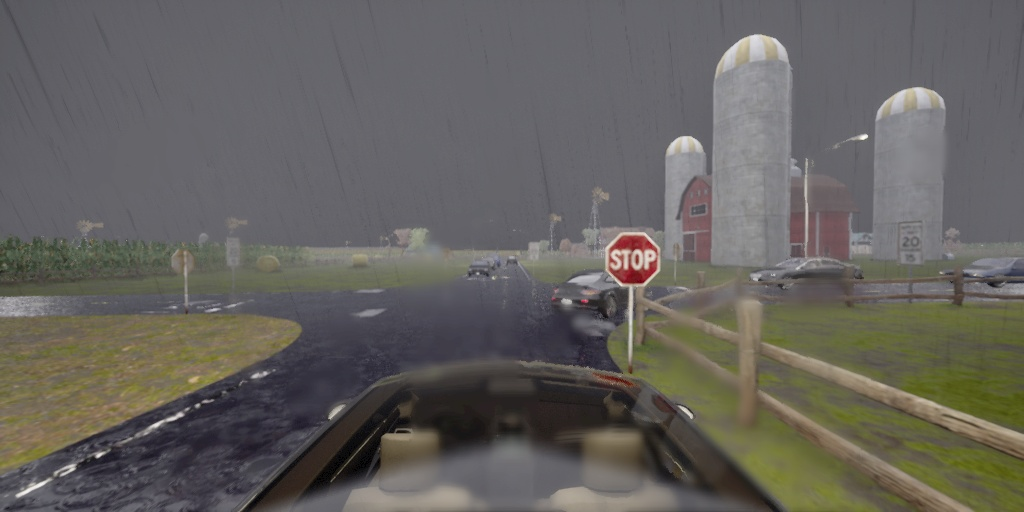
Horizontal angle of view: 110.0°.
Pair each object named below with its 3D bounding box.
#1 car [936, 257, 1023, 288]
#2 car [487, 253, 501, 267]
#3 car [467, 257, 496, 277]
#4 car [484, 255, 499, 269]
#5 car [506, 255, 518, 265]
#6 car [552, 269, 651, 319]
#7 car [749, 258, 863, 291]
[{"bbox_3d":[24.839,0.767,17.974,5.357,1.411,2.033,-1,1,0],"label":"car"},{"bbox_3d":[-2.834,0.578,53.438,2.150,2.045,5.566,0,0,0],"label":"car"},{"bbox_3d":[-2.853,1.056,32.505,2.033,1.411,5.357,0,0,0],"label":"car"},{"bbox_3d":[-2.840,0.937,42.801,1.837,1.490,4.892,0,0,1],"label":"car"},{"bbox_3d":[-0.009,0.777,61.856,1.882,1.535,5.008,0,0,0],"label":"car"},{"bbox_3d":[3.170,1.169,12.485,1.812,1.442,4.674,-1,1,40],"label":"car"},{"bbox_3d":[14.547,0.858,17.904,4.902,1.511,2.128,-1,1,-1],"label":"car"}]
